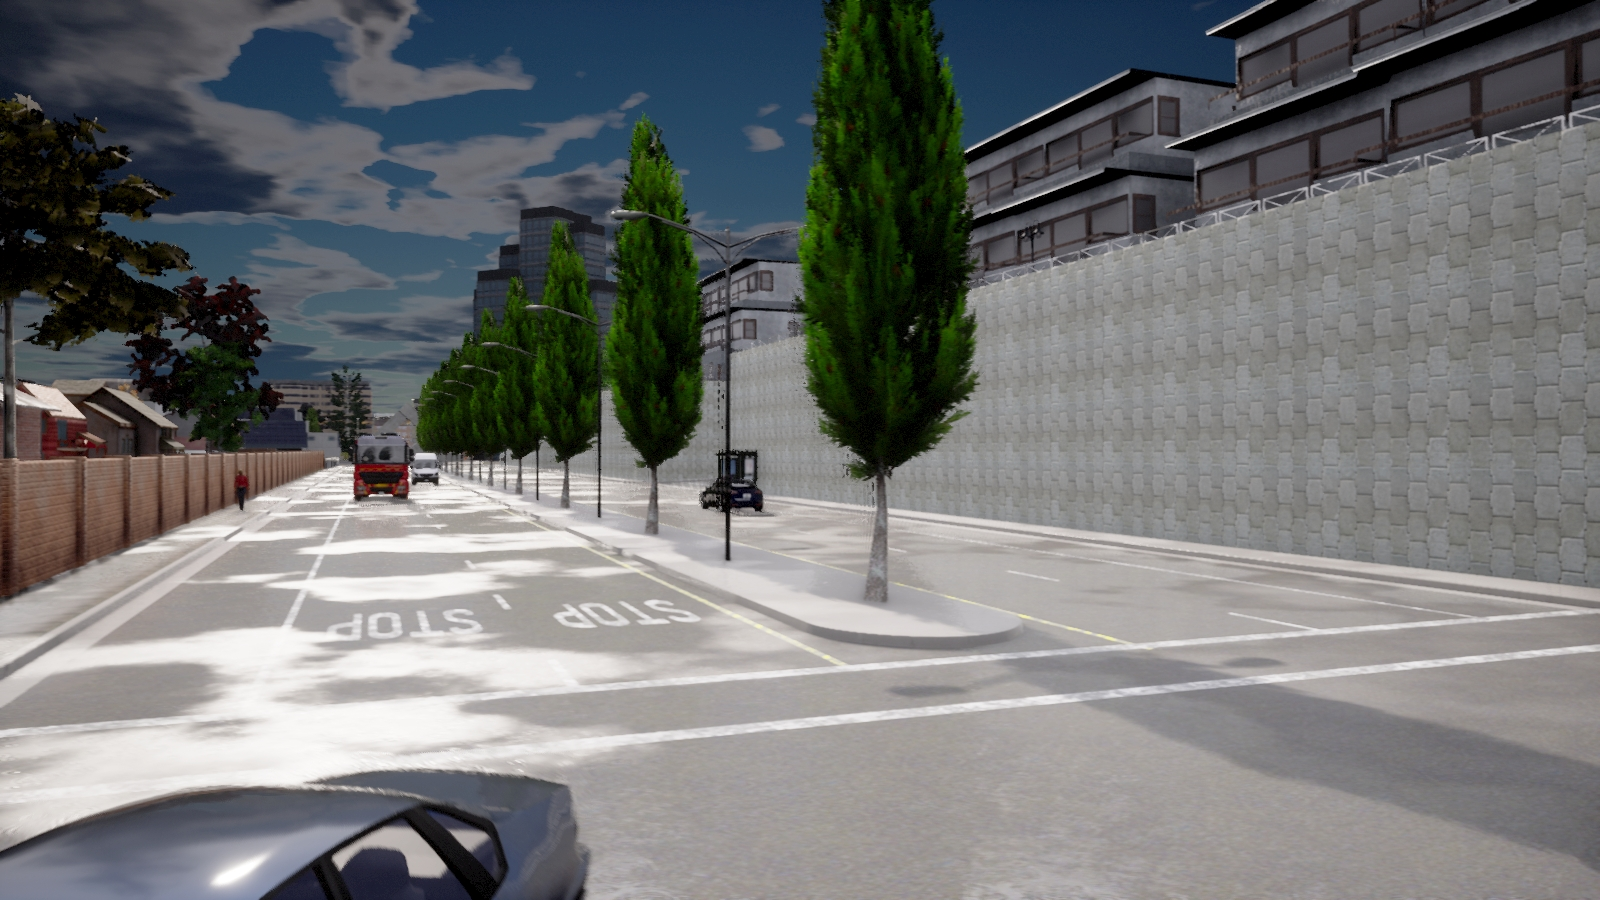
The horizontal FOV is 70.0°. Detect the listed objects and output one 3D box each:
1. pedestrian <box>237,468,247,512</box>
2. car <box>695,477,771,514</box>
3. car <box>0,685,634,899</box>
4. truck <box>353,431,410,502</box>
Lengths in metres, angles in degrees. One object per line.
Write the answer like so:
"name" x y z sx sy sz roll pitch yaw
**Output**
"pedestrian" -23.921 1.696 48.972 0.375 1.860 0.375 0 0 -21
"car" -3.142 2.064 52.519 2.163 1.488 4.792 0 0 -21
"car" -2.309 2.106 4.013 2.033 1.411 5.357 0 0 7
"truck" -24.132 0.890 65.762 2.891 3.827 8.468 0 0 -21
